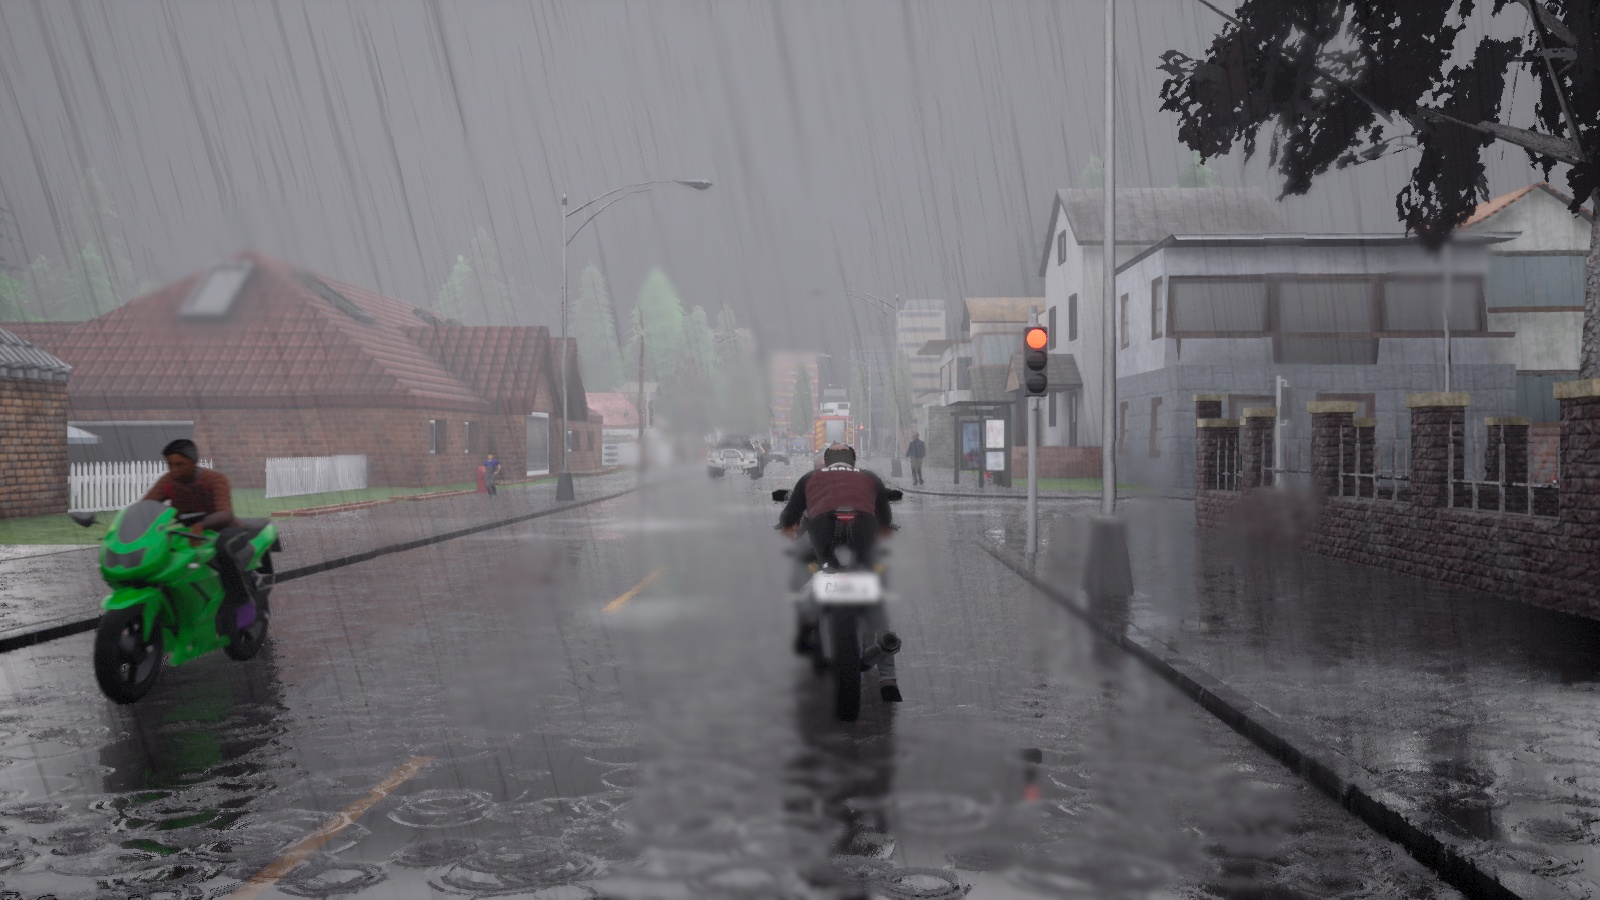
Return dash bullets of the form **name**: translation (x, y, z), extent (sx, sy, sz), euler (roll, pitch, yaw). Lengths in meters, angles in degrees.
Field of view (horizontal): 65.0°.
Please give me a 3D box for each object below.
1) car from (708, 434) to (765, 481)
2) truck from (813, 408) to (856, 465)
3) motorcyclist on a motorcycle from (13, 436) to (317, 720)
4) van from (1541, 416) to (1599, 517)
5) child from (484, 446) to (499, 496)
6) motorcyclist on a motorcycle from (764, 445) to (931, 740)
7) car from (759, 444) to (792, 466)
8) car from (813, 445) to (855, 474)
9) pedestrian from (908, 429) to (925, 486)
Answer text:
- **car**: translation (-2.569, 0.268, 52.005), extent (1.932, 1.855, 4.605), euler (0, 0, 2)
- **truck**: translation (2.443, -0.918, 88.847), extent (2.891, 3.827, 8.468), euler (0, 0, 1)
- **motorcyclist on a motorcycle**: translation (-3.805, 0.682, 7.767), extent (0.797, 1.523, 2.044), euler (0, 0, 2)
- **van**: translation (18.371, 0.336, 26.301), extent (4.480, 2.038, 2.069), euler (0, 0, -1)
- **child**: translation (-7.863, 0.542, 31.979), extent (0.270, 1.263, 0.437), euler (0, 0, 0)
- **motorcyclist on a motorcycle**: translation (0.244, 0.739, 7.623), extent (0.866, 1.530, 2.191), euler (0, 0, 0)
- **car**: translation (-1.648, 0.309, 85.655), extent (2.033, 1.411, 5.357), euler (0, 0, 2)
- **car**: translation (1.705, 0.459, 62.478), extent (1.994, 1.385, 4.181), euler (0, 0, 2)
- **pedestrian**: translation (3.802, 0.228, 41.051), extent (0.402, 1.842, 0.726), euler (0, 0, 17)
